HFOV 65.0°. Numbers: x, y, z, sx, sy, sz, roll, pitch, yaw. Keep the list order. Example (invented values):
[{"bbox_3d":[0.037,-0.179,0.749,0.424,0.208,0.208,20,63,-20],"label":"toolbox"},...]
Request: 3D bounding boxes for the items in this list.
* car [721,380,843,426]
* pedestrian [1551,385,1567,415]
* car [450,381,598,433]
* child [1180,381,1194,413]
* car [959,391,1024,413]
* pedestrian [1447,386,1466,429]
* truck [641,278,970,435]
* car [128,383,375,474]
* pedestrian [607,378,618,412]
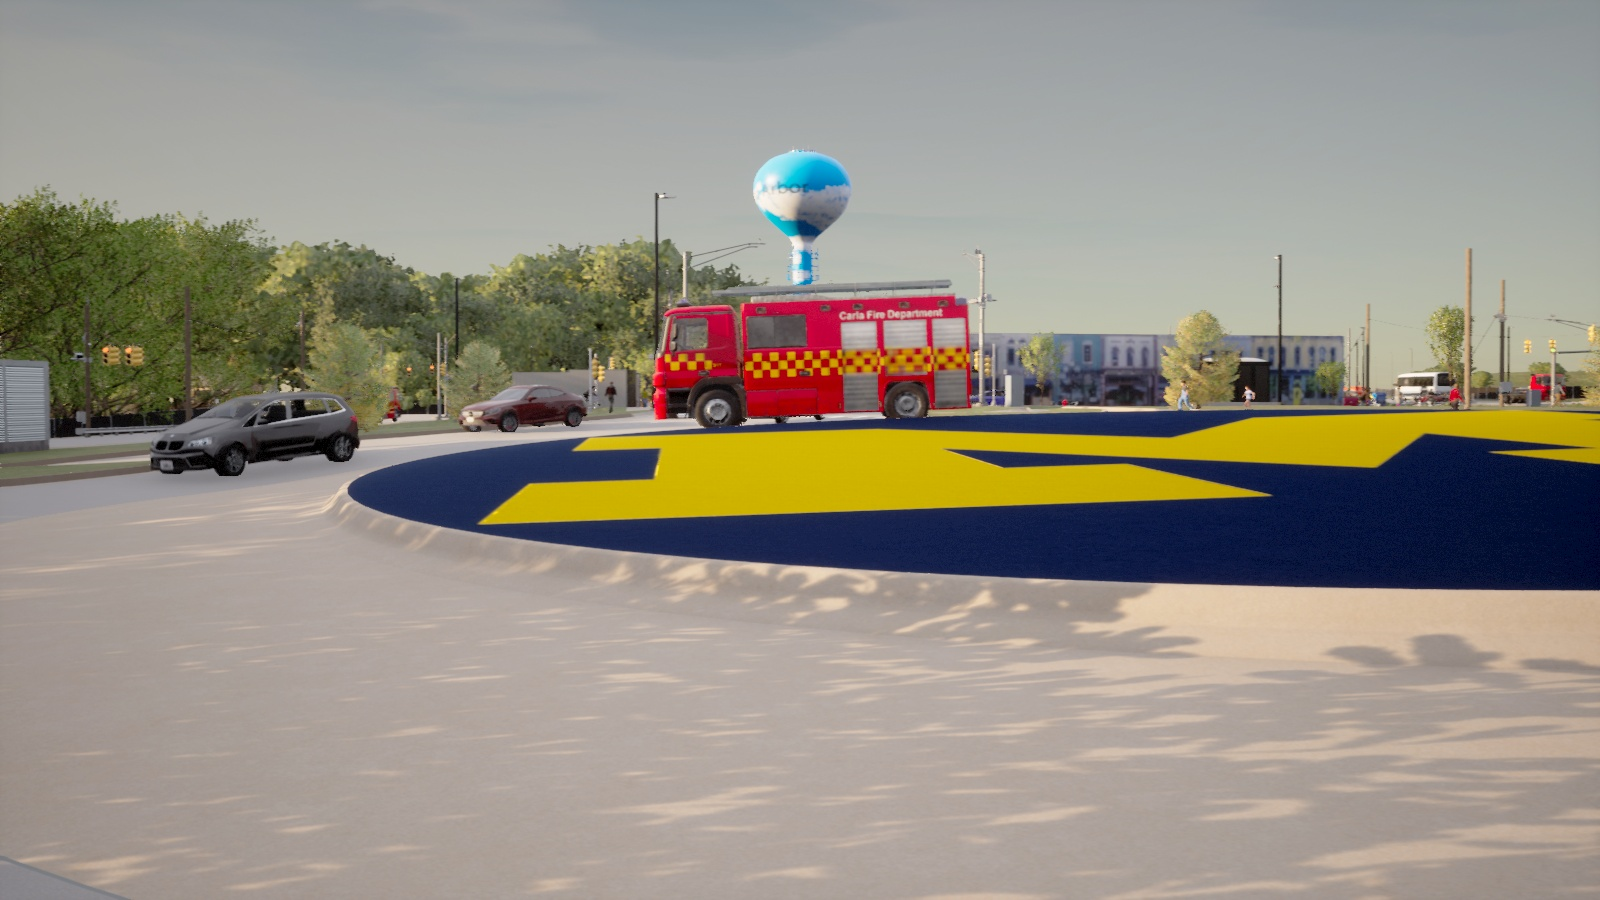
[{"bbox_3d":[-0.544,-1.697,43.830,2.033,1.411,5.357,2,5,26],"label":"car"},{"bbox_3d":[49.565,-3.253,81.974,0.788,1.949,0.423,0,1,-12],"label":"pedestrian"},{"bbox_3d":[-8.873,-1.436,40.715,1.812,1.442,4.674,1,5,34],"label":"car"},{"bbox_3d":[15.266,-2.082,49.570,0.437,1.263,0.270,0,1,-10],"label":"child"},{"bbox_3d":[13.644,-3.442,89.631,4.193,1.474,1.816,1,1,-7],"label":"car"},{"bbox_3d":[28.195,-1.808,53.963,0.636,1.846,0.331,0,1,-8],"label":"pedestrian"},{"bbox_3d":[0.155,-2.474,34.127,8.468,3.827,2.891,-2,1,0],"label":"truck"},{"bbox_3d":[-12.202,-0.566,28.297,2.242,1.667,4.611,1,6,28],"label":"car"},{"bbox_3d":[-10.318,-3.029,69.104,0.376,1.854,0.720,0,1,7],"label":"pedestrian"}]
